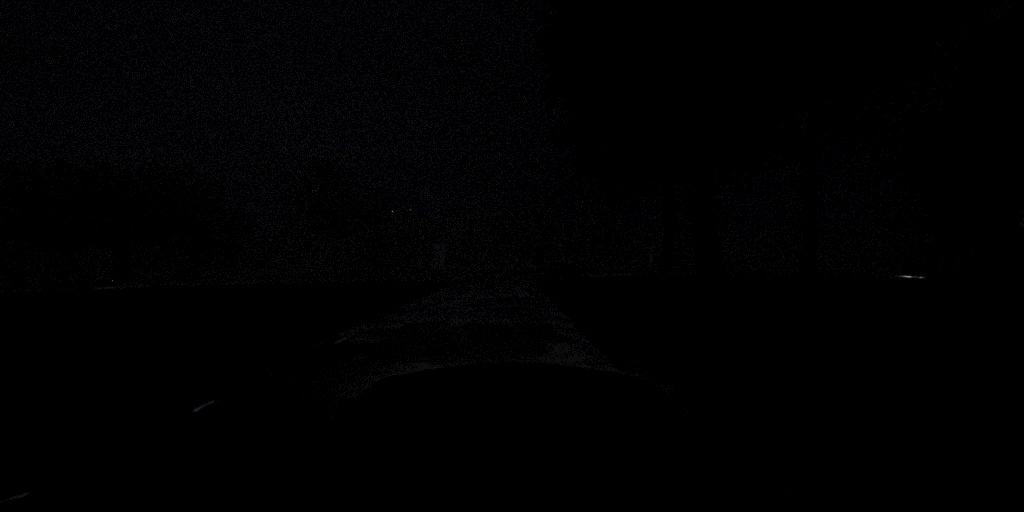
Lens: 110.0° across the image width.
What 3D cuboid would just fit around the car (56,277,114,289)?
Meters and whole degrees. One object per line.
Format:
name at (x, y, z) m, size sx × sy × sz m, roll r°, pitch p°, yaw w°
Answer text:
car at (-48.524, 3.040, 40.886) m, size 4.718 × 1.301 × 1.895 m, roll -2°, pitch 0°, yaw 0°

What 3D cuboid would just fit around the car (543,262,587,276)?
car at (6.031, 1.479, 40.982) m, size 4.902 × 1.511 × 2.128 m, roll -1°, pitch 0°, yaw 0°
